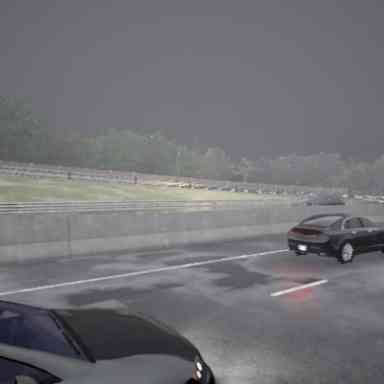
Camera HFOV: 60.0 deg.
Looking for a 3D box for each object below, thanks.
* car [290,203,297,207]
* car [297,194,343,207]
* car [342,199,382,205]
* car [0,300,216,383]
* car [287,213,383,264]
[{"bbox_3d":[13.666,1.566,39.507,4.674,1.442,1.812,0,0,-35],"label":"car"},{"bbox_3d":[14.121,1.259,35.539,5.566,2.045,2.150,0,0,-35],"label":"car"},{"bbox_3d":[17.724,1.546,33.805,4.892,1.490,1.837,0,0,-35],"label":"car"},{"bbox_3d":[-1.808,1.564,2.454,4.181,1.385,1.994,0,0,-35],"label":"car"},{"bbox_3d":[5.477,1.518,11.946,4.892,1.490,1.837,0,0,-35],"label":"car"}]
